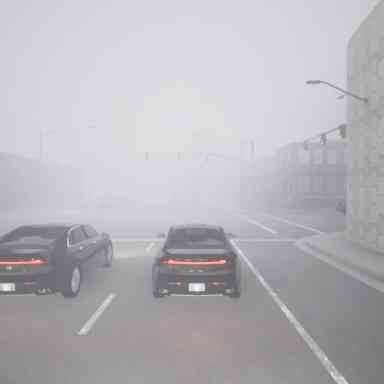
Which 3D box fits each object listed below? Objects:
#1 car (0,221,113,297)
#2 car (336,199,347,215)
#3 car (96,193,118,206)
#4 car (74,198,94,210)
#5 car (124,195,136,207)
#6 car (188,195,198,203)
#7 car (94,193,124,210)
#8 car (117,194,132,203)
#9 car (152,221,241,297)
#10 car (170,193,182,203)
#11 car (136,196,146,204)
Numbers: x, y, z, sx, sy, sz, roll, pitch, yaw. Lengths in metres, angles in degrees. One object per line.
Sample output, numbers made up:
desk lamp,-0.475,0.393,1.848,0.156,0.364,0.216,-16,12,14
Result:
car,-3.394,1.505,8.553,1.837,1.490,4.892,0,0,0
car,14.910,0.764,27.576,5.566,2.045,2.150,-5,0,0
car,-13.901,1.221,54.696,2.150,2.045,5.566,0,0,0
car,-13.946,1.491,43.758,2.128,1.511,4.902,0,0,0
car,-10.422,1.352,51.111,2.097,1.767,4.553,0,0,0
car,0.221,1.352,68.248,2.097,1.767,4.553,0,0,0
car,-10.454,1.352,42.258,2.097,1.767,4.553,0,0,0
car,-13.779,1.352,68.197,2.097,1.767,4.553,0,0,0
car,0.106,1.505,8.537,1.837,1.490,4.892,0,0,0
car,-3.279,1.221,68.315,2.150,2.045,5.566,0,0,0
car,-10.319,1.564,65.294,1.994,1.385,4.181,0,0,1
